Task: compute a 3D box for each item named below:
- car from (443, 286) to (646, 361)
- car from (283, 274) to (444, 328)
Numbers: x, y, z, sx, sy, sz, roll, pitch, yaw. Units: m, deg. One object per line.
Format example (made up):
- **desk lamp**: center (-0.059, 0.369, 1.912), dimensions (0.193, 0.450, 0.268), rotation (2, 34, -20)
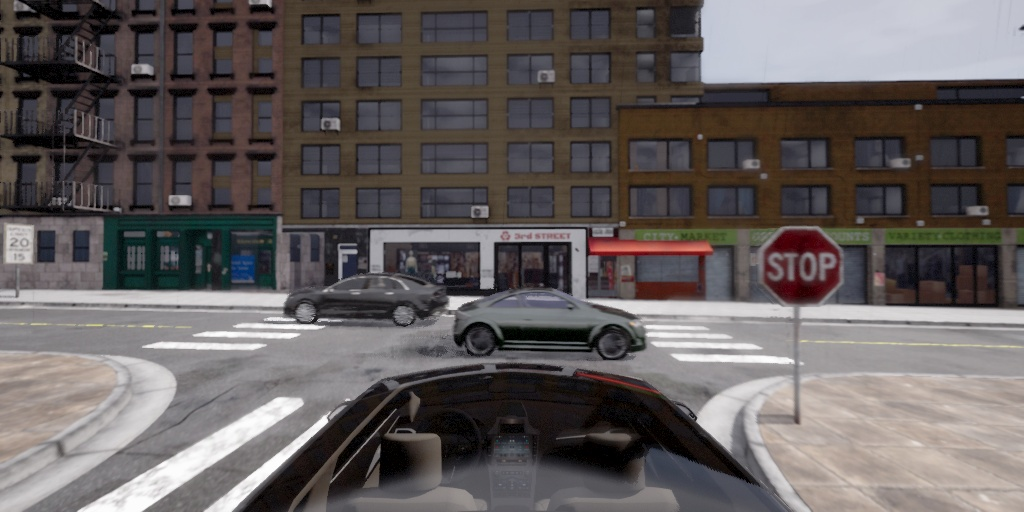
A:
- **car**: center (0.783, 1.401, 8.108), dimensions (4.181, 1.385, 1.994), rotation (1, -1, 2)
- **car**: center (-4.455, 1.299, 11.213), dimensions (4.892, 1.490, 1.837), rotation (1, -1, 2)
